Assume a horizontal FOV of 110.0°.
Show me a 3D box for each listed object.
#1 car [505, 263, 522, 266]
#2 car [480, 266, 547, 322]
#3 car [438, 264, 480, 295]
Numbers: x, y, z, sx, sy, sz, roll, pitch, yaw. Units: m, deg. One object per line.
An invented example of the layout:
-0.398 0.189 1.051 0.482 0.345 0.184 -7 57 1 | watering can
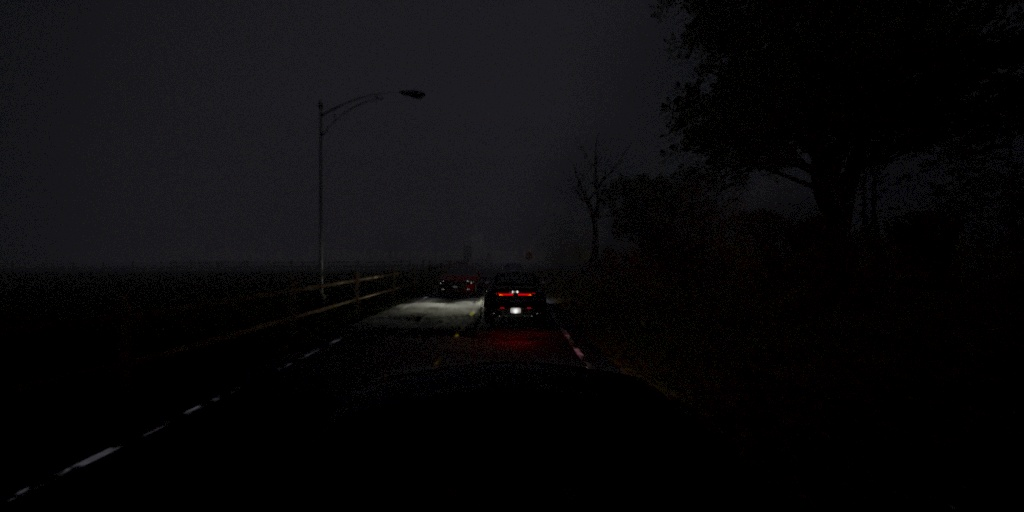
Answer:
0.107 1.243 29.336 2.033 1.411 5.357 0 0 0 | car
0.103 1.240 12.212 1.837 1.490 4.892 0 0 0 | car
-2.746 1.219 19.792 1.882 1.535 5.008 0 0 0 | car
